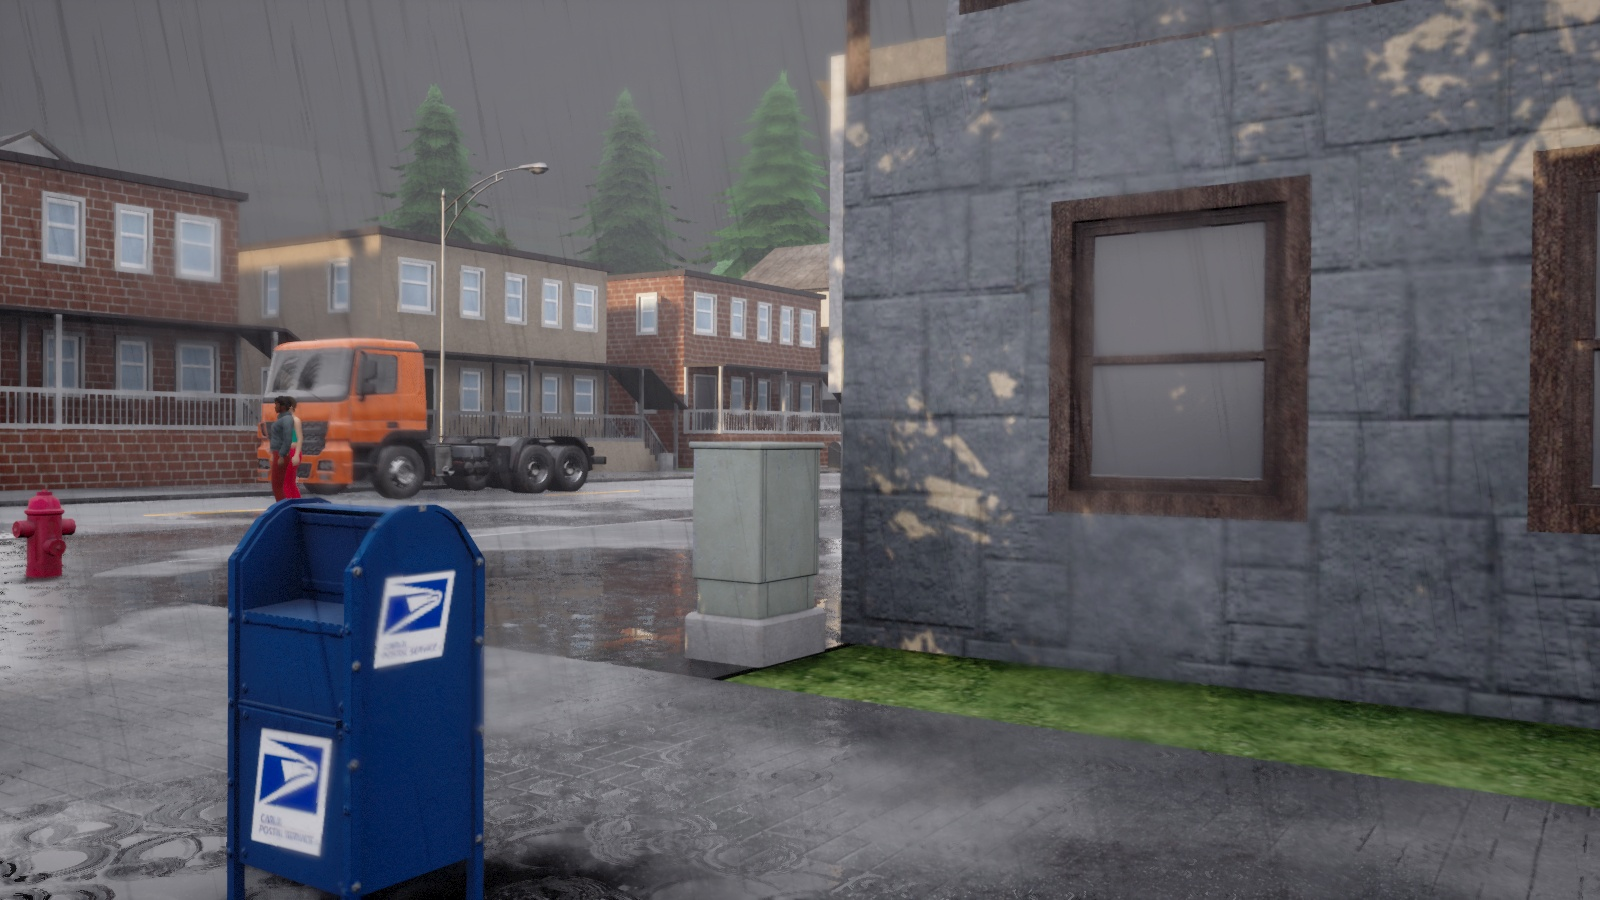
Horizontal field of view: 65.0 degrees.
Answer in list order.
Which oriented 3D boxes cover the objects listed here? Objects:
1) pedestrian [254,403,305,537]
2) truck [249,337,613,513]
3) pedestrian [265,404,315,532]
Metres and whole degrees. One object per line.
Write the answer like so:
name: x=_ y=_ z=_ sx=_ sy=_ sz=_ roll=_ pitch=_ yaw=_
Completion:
pedestrian: x=-7.312 y=0.267 z=17.629 sx=0.614 sy=1.847 sz=0.353 roll=-1 pitch=1 yaw=-26
truck: x=-8.081 y=-0.573 z=28.756 sx=2.891 sy=3.462 sz=7.936 roll=0 pitch=1 yaw=33
pedestrian: x=-7.453 y=0.258 z=18.364 sx=0.594 sy=1.836 sz=0.345 roll=-1 pitch=1 yaw=-35
